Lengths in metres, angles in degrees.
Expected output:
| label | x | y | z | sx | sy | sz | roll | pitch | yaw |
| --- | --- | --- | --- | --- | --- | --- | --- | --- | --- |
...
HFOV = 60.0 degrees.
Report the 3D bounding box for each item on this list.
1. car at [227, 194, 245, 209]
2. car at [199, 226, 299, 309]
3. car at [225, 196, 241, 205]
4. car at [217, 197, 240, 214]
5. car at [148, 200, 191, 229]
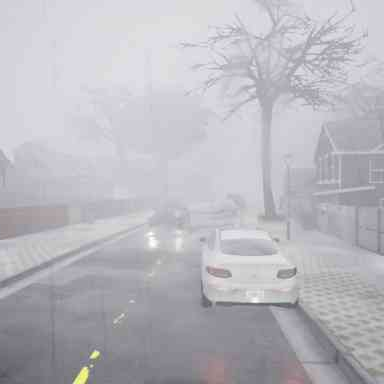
| label | x | y | z | sx | sy | sz | roll | pitch | yaw |
| --- | --- | --- | --- | --- | --- | --- | --- | --- | --- |
| car | 5.946 | 1.229 | 45.254 | 2.150 | 2.045 | 5.566 | 0 | 0 | 15 |
| car | 1.146 | 1.525 | 7.787 | 1.812 | 1.442 | 4.674 | 0 | 0 | 3 |
| car | 7.131 | 1.533 | 58.048 | 1.812 | 1.442 | 4.674 | 0 | 0 | 19 |
| car | 3.813 | 1.527 | 35.419 | 1.812 | 1.442 | 4.674 | 0 | 0 | 12 |
| car | -1.375 | 1.345 | 21.809 | 2.097 | 1.767 | 4.553 | 0 | 0 | 7 |
